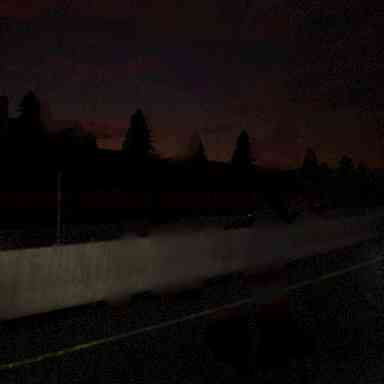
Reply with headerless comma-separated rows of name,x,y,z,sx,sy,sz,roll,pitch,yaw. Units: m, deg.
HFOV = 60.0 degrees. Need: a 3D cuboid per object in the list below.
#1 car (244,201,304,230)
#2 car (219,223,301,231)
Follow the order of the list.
car,5.899,1.556,23.652,2.097,1.767,4.553,0,-1,44
car,3.369,1.681,16.181,5.357,1.411,2.033,1,-1,-43
